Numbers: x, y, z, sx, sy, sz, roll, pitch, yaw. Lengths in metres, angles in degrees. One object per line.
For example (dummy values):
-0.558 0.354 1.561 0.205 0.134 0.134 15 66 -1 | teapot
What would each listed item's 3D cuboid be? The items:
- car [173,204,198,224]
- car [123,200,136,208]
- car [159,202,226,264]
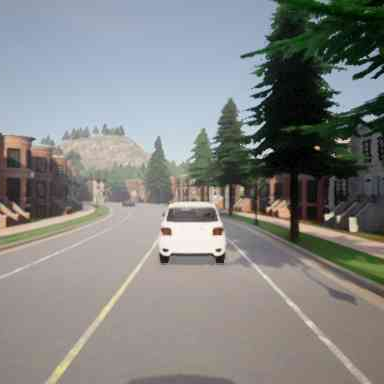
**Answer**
-0.638 1.836 28.973 1.812 1.442 4.674 0 0 -5 | car
-12.010 2.240 63.386 1.994 1.385 4.181 0 -1 -19 | car
0.004 1.361 12.568 2.150 2.045 5.566 0 0 0 | car
